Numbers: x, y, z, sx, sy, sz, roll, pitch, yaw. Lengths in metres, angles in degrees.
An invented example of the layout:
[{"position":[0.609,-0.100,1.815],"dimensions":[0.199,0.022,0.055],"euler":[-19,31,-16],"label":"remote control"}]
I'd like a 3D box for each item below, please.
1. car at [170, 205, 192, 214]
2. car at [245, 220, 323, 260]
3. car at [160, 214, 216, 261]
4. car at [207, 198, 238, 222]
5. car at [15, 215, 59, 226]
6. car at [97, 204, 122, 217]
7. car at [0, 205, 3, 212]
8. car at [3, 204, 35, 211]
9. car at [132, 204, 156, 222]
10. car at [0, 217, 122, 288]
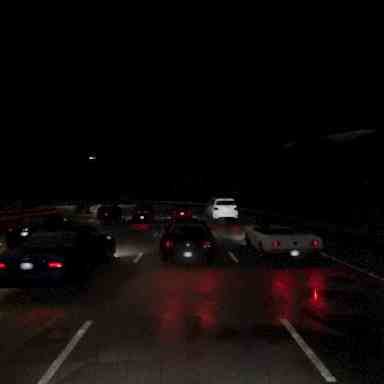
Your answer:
[{"position":[-1.065,1.968,32.169],"dimensions":[1.994,1.385,4.181],"euler":[0,-1,-5],"label":"car"},{"position":[3.331,1.746,13.113],"dimensions":[1.895,1.301,4.718],"euler":[0,-1,-1],"label":"car"},{"position":[-0.168,1.764,13.039],"dimensions":[1.895,1.301,4.718],"euler":[0,-1,-1],"label":"car"},{"position":[2.648,1.579,29.909],"dimensions":[2.150,2.045,5.566],"euler":[0,-1,-4],"label":"car"},{"position":[-7.235,1.807,16.356],"dimensions":[1.994,1.385,4.181],"euler":[0,-1,-1],"label":"car"},{"position":[-8.172,1.934,33.282],"dimensions":[1.882,1.535,5.008],"euler":[0,0,-5],"label":"car"},{"position":[-23.009,2.086,37.836],"dimensions":[2.128,1.511,4.902],"euler":[0,-1,-8],"label":"car"},{"position":[-19.554,2.107,38.408],"dimensions":[1.812,1.442,4.674],"euler":[0,-1,-8],"label":"car"},{"position":[-4.446,1.912,30.743],"dimensions":[1.837,1.490,4.892],"euler":[0,0,-4],"label":"car"},{"position":[-3.616,1.689,9.720],"dimensions":[2.033,1.411,5.357],"euler":[0,-1,-1],"label":"car"}]
